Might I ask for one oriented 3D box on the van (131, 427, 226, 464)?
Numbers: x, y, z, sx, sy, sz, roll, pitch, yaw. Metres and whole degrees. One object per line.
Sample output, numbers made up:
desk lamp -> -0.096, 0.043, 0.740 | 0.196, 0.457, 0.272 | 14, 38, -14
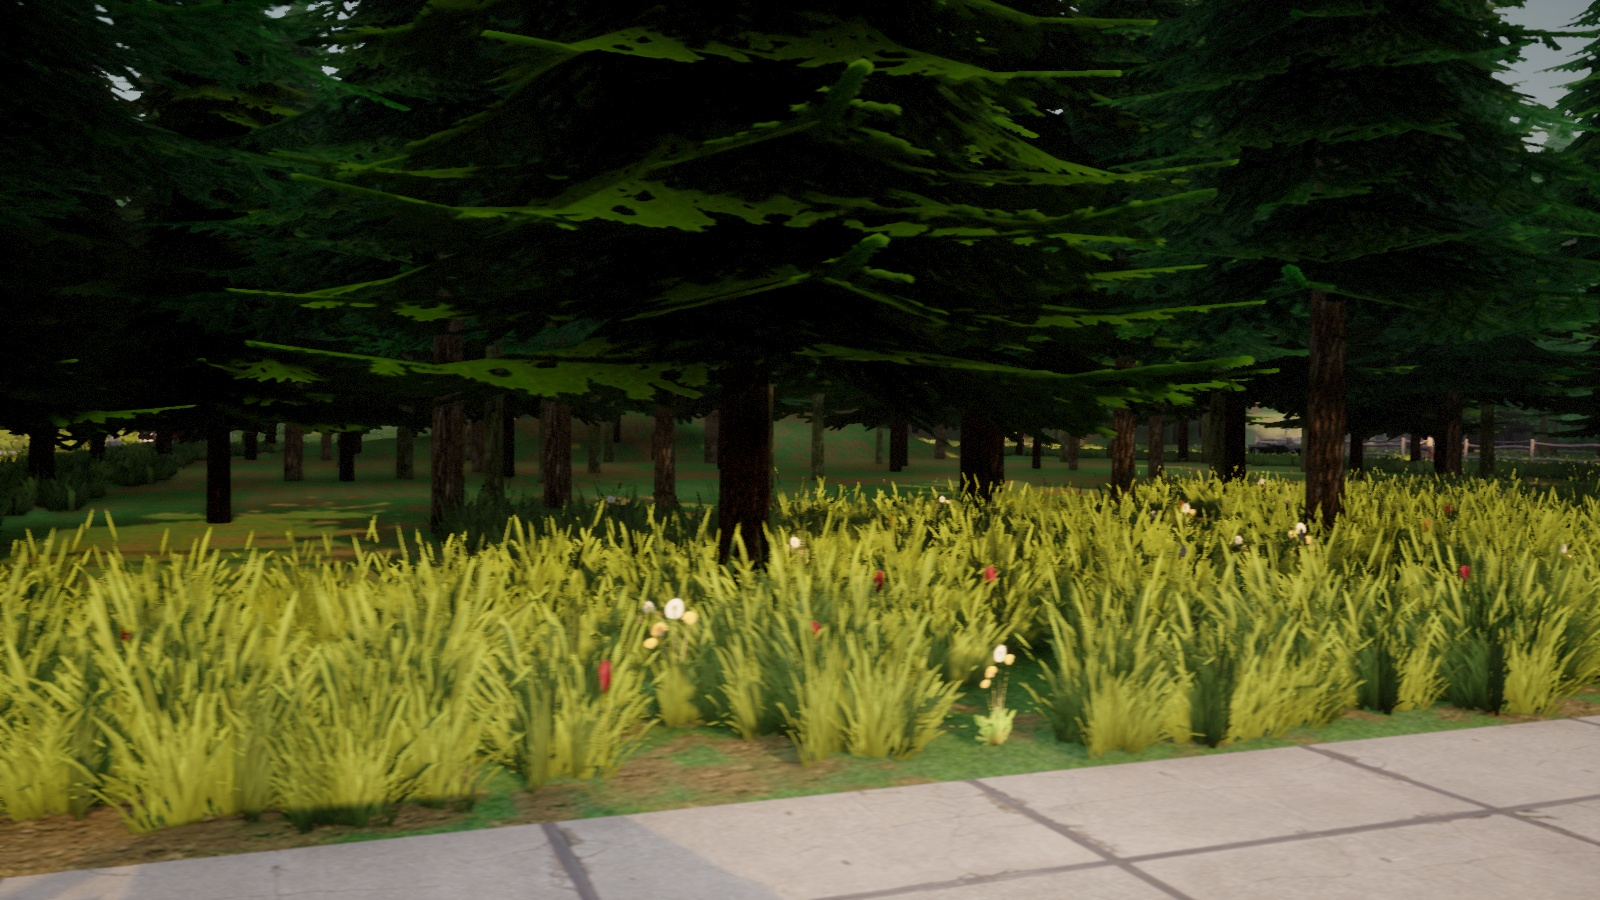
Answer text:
van -> -35.778, -0.281, 72.442 | 2.069, 2.038, 4.480 | 0, 1, 30

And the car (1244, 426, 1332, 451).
car -> 26.947, -0.642, 69.503 | 1.895, 1.301, 4.718 | -1, 1, -21
